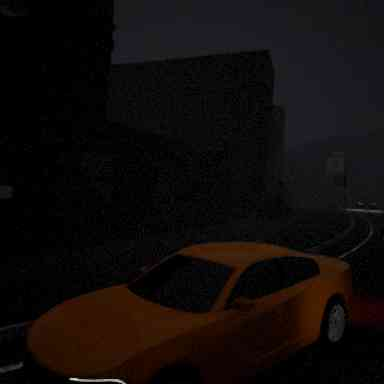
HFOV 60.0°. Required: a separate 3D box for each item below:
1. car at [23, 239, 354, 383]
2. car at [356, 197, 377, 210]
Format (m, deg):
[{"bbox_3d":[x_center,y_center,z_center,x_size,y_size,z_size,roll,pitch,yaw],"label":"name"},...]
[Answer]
[{"bbox_3d":[0.427,1.498,4.635,5.008,1.535,1.882,0,0,-41],"label":"car"},{"bbox_3d":[21.294,1.343,40.612,1.837,1.490,4.892,2,1,25],"label":"car"}]
